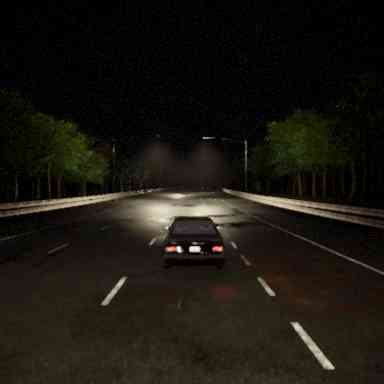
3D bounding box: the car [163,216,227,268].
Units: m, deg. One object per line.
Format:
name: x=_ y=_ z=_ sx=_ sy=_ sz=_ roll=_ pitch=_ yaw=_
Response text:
car: x=0.046 y=1.529 z=11.138 sx=2.033 sy=1.411 sz=5.357 roll=0 pitch=0 yaw=-1
